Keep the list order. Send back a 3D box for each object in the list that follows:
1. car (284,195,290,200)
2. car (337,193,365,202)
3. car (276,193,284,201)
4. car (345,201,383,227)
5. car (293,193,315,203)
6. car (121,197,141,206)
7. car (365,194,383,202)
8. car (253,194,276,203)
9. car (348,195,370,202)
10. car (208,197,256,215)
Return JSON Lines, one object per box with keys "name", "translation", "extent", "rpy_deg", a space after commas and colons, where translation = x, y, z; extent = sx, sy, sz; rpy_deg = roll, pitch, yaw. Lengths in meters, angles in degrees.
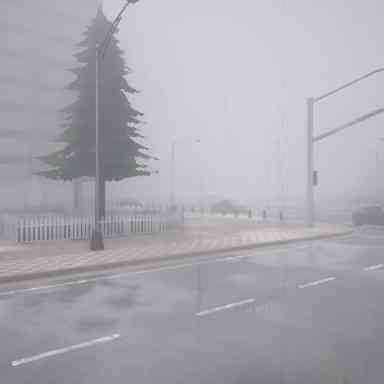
{"name": "car", "translation": [21.513, 1.153, 81.445], "extent": [1.932, 1.855, 4.605], "rpy_deg": [0, 0, -36]}
{"name": "car", "translation": [34.792, 1.153, 72.427], "extent": [1.932, 1.855, 4.605], "rpy_deg": [0, 0, -36]}
{"name": "car", "translation": [19.361, 1.364, 79.842], "extent": [1.784, 1.438, 3.905], "rpy_deg": [0, 0, -36]}
{"name": "car", "translation": [11.811, 1.525, 20.348], "extent": [1.812, 1.442, 4.674], "rpy_deg": [0, 0, -11]}
{"name": "car", "translation": [21.103, 1.395, 62.520], "extent": [1.970, 1.475, 3.806], "rpy_deg": [0, 0, -36]}
{"name": "car", "translation": [-9.859, 1.565, 53.731], "extent": [1.994, 1.385, 4.181], "rpy_deg": [0, 0, -35]}
{"name": "car", "translation": [26.683, 1.153, 45.101], "extent": [1.932, 1.855, 4.605], "rpy_deg": [0, 0, -36]}
{"name": "car", "translation": [17.006, 1.395, 78.158], "extent": [1.970, 1.475, 3.806], "rpy_deg": [0, 0, -36]}
{"name": "car", "translation": [37.185, 1.364, 74.060], "extent": [1.784, 1.438, 3.905], "rpy_deg": [0, 0, -36]}
{"name": "car", "translation": [4.010, 1.526, 34.435], "extent": [1.812, 1.442, 4.674], "rpy_deg": [0, 0, -36]}
